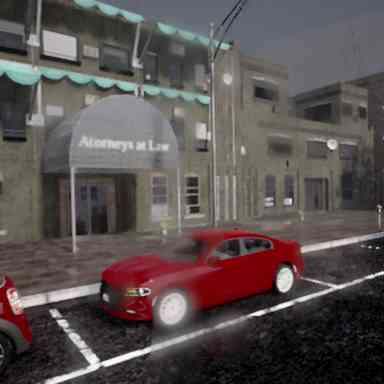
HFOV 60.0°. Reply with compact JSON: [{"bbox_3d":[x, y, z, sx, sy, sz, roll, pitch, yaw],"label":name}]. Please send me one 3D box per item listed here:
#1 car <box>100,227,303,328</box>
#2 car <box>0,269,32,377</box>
[{"bbox_3d":[0.394,1.477,6.846,4.507,1.381,1.887,-1,0,-36],"label":"car"},{"bbox_3d":[-4.123,1.462,3.622,4.097,1.590,1.967,-1,0,-36],"label":"car"}]
